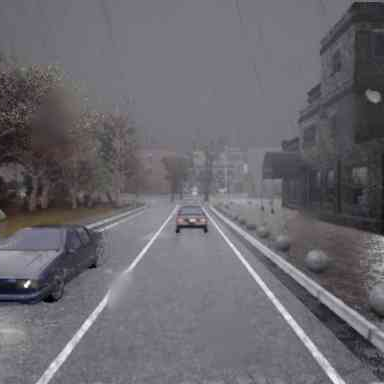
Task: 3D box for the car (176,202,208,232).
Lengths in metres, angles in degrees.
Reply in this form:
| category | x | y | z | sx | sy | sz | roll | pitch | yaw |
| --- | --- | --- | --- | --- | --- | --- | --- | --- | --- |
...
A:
| category | x | y | z | sx | sy | sz | roll | pitch | yaw |
| --- | --- | --- | --- | --- | --- | --- | --- | --- | --- |
| car | -0.025 | 1.547 | 20.065 | 2.033 | 1.411 | 5.357 | 0 | 0 | 0 |

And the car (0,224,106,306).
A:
| category | x | y | z | sx | sy | sz | roll | pitch | yaw |
| --- | --- | --- | --- | --- | --- | --- | --- | --- | --- |
| car | -3.647 | 1.553 | 8.480 | 2.033 | 1.411 | 5.357 | 0 | 0 | 0 |

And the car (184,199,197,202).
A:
| category | x | y | z | sx | sy | sz | roll | pitch | yaw |
| --- | --- | --- | --- | --- | --- | --- | --- | --- | --- |
| car | -0.139 | 1.517 | 37.054 | 2.033 | 1.411 | 5.357 | 0 | 0 | 0 |
